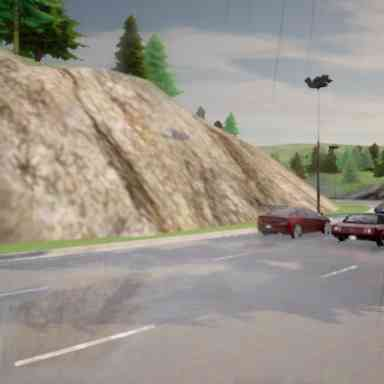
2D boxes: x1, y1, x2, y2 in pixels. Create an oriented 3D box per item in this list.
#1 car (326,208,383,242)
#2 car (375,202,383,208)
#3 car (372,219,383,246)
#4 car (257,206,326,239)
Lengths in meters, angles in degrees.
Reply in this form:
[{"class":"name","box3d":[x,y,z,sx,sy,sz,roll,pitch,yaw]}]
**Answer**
[{"class":"car","box3d":[8.355,1.616,15.429,4.718,1.301,1.895,0,0,-43]},{"class":"car","box3d":[18.494,1.591,31.196,1.994,1.385,4.181,0,0,40]},{"class":"car","box3d":[7.685,1.554,10.089,5.357,1.411,2.033,0,0,-41]},{"class":"car","box3d":[5.477,1.501,17.560,5.008,1.535,1.882,0,0,-42]}]
